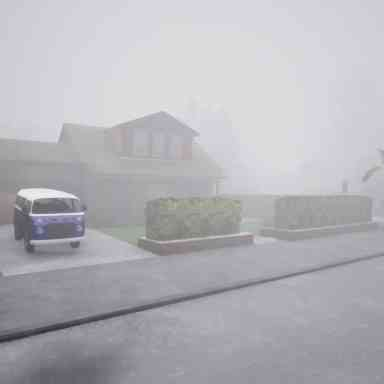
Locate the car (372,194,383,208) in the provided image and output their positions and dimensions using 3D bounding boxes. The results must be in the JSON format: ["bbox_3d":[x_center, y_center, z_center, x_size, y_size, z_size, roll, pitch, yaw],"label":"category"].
[{"bbox_3d":[24.018,0.985,40.753,3.866,1.878,1.905,0,0,0],"label":"car"}]
